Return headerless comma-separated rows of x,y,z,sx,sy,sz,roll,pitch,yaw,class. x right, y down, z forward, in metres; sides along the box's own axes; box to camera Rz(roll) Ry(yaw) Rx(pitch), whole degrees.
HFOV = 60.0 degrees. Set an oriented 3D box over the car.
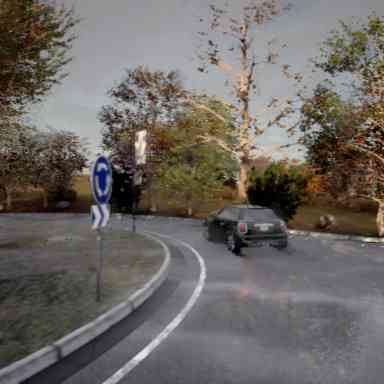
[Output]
2.006,1.297,13.747,2.097,1.767,4.553,0,0,-14,car
